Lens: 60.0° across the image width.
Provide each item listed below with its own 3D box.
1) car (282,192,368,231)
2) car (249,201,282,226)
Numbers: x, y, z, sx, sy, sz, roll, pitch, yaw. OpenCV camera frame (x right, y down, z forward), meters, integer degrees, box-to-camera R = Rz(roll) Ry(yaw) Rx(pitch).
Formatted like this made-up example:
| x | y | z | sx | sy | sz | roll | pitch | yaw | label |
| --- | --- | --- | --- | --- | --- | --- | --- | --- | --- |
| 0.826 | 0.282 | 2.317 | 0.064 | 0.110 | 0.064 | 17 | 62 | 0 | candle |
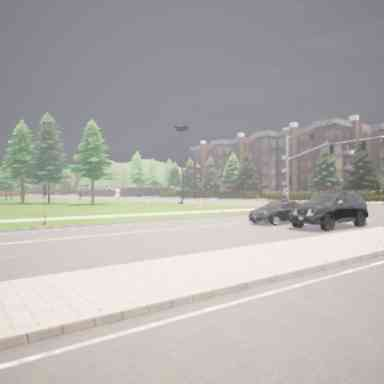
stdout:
| x | y | z | sx | sy | sz | roll | pitch | yaw | label |
| --- | --- | --- | --- | --- | --- | --- | --- | --- | --- |
| 8.107 | 1.040 | 19.484 | 5.566 | 2.045 | 2.150 | -1 | 0 | -35 | car |
| 5.902 | 1.350 | 22.213 | 4.892 | 1.490 | 1.837 | 0 | 0 | -35 | car |
